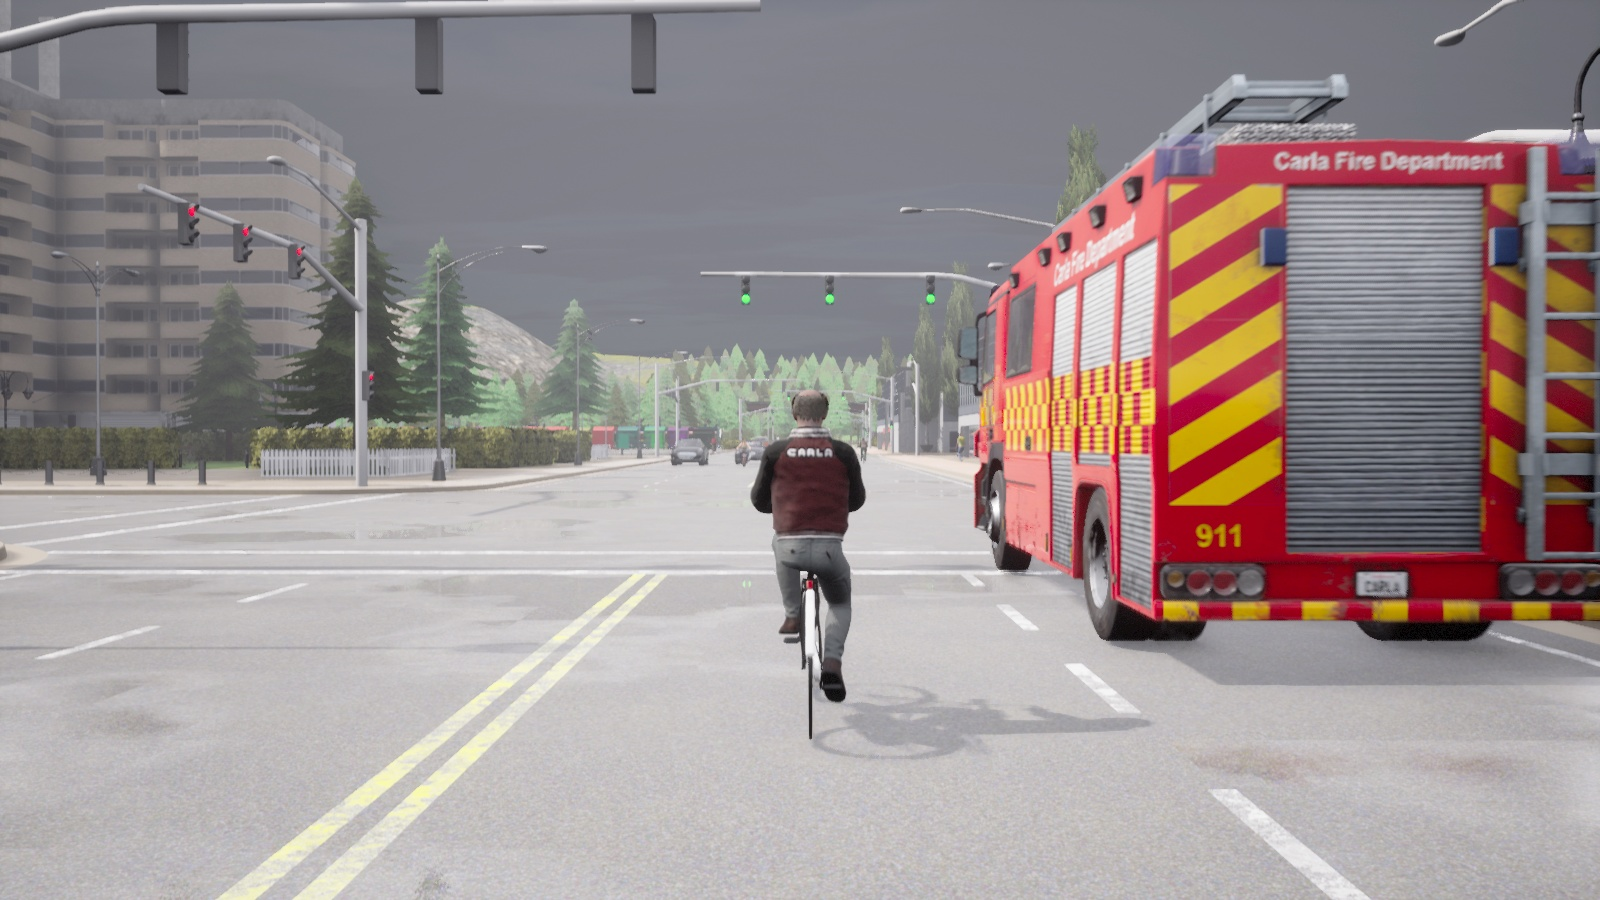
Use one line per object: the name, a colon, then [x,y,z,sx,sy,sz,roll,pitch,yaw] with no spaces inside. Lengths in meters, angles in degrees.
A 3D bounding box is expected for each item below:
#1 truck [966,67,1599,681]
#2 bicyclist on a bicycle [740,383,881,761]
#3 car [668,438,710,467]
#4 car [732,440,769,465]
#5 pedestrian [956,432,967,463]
truck: [3.584,-0.504,12.063,2.891,3.827,8.468,0,0,0]
bicyclist on a bicycle: [0.053,0.566,6.832,0.659,1.776,1.843,0,1,0]
car: [-6.567,0.117,74.945,2.033,1.649,4.856,0,0,0]
car: [-3.048,0.120,78.362,2.128,1.511,4.902,0,0,0]
pedestrian: [9.818,-0.153,76.485,0.354,1.836,0.706,0,0,-24]
